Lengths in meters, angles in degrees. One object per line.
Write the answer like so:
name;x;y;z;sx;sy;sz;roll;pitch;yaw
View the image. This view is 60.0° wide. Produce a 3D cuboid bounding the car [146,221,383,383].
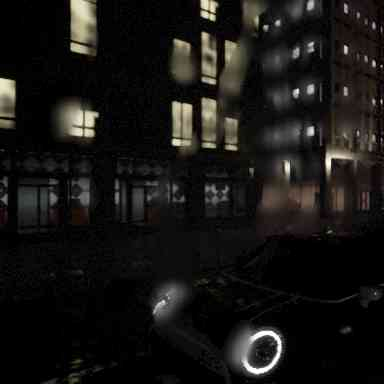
car;1.660;1.354;4.557;4.553;1.767;2.097;0;0;-35
